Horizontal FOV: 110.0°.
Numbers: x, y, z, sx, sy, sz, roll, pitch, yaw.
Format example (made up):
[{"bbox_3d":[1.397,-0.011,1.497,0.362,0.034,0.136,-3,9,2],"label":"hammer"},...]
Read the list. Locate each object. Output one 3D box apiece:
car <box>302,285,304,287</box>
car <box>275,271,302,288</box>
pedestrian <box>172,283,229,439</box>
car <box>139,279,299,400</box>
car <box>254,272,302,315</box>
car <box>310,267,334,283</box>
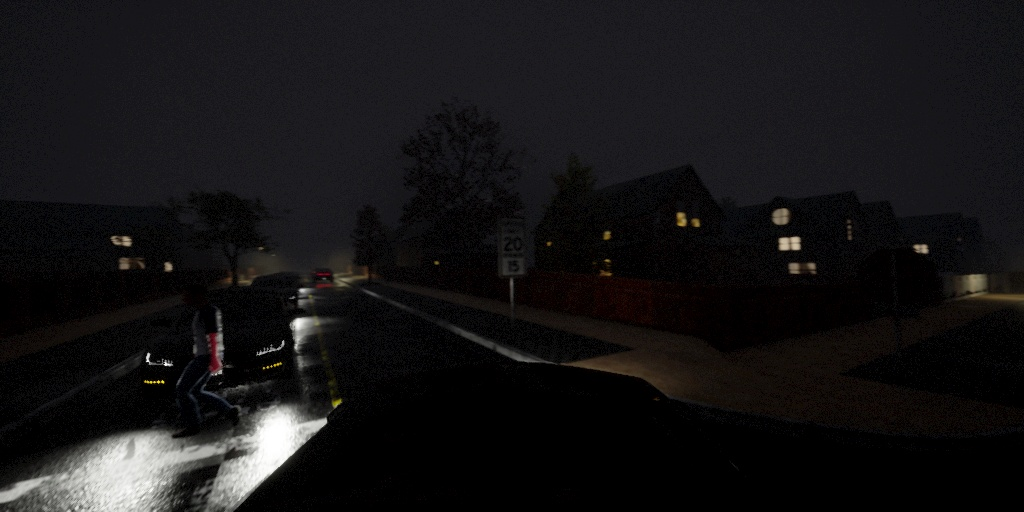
[{"bbox_3d":[-15.167,1.827,23.860,1.994,1.385,4.181,0,-1,-31],"label":"car"},{"bbox_3d":[-20.221,2.061,32.557,1.895,1.301,4.718,0,-1,-30],"label":"car"},{"bbox_3d":[-3.648,1.128,4.228,0.375,1.860,0.375,1,-3,-30],"label":"pedestrian"},{"bbox_3d":[-5.337,1.400,7.045,1.837,1.490,4.892,0,-1,-30],"label":"car"},{"bbox_3d":[-10.130,1.577,15.243,1.837,1.490,4.892,0,-1,-30],"label":"car"},{"bbox_3d":[-20.009,2.038,37.960,1.837,1.490,4.892,0,-1,-30],"label":"car"}]
